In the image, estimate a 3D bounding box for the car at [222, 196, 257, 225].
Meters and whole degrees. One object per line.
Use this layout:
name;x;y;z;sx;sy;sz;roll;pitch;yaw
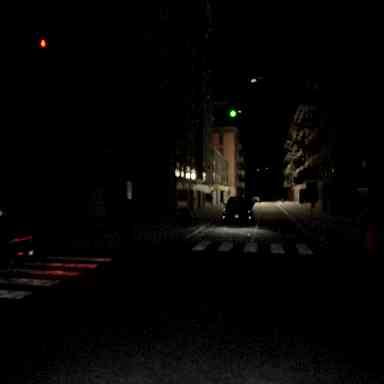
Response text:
car;3.682;1.353;25.777;2.150;2.045;5.566;0;0;12

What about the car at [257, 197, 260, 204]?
car;13.774;1.832;71.571;2.128;1.511;4.902;0;0;12

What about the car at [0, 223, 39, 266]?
car;-7.118;1.557;9.668;4.902;1.511;2.128;0;0;-2
